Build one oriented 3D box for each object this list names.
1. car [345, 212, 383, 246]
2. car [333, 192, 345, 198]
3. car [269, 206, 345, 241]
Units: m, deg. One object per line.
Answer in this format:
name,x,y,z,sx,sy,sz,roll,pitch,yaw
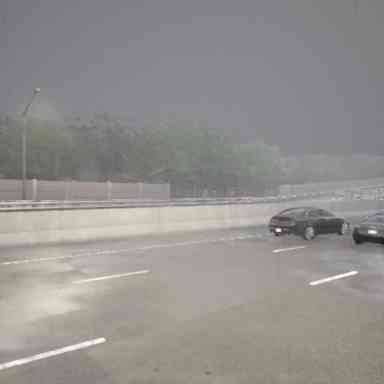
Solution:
car,8.746,1.539,14.250,4.181,1.385,1.994,0,0,-35
car,35.203,0.626,79.721,1.812,1.442,4.674,0,2,38
car,5.913,1.481,16.532,4.892,1.490,1.837,0,0,-35
